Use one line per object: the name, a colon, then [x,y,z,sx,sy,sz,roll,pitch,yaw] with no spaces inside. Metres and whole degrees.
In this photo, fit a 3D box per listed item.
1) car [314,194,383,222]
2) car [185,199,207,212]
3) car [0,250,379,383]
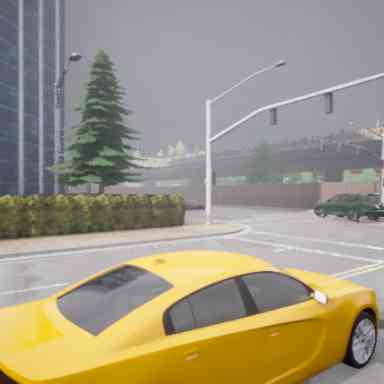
car: [12.003,1.136,25.707,2.150,2.045,5.566,1,0,-20]
car: [-0.454,1.443,37.600,2.033,1.411,5.357,0,0,-35]
car: [0.338,1.472,4.034,5.008,1.535,1.882,0,0,-35]
